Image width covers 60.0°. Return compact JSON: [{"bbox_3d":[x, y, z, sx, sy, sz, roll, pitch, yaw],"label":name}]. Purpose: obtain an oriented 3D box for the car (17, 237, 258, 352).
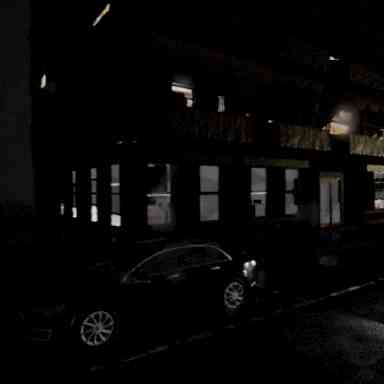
[{"bbox_3d":[-0.711,1.555,6.072,4.403,1.369,2.008,0,-1,-35],"label":"car"}]
